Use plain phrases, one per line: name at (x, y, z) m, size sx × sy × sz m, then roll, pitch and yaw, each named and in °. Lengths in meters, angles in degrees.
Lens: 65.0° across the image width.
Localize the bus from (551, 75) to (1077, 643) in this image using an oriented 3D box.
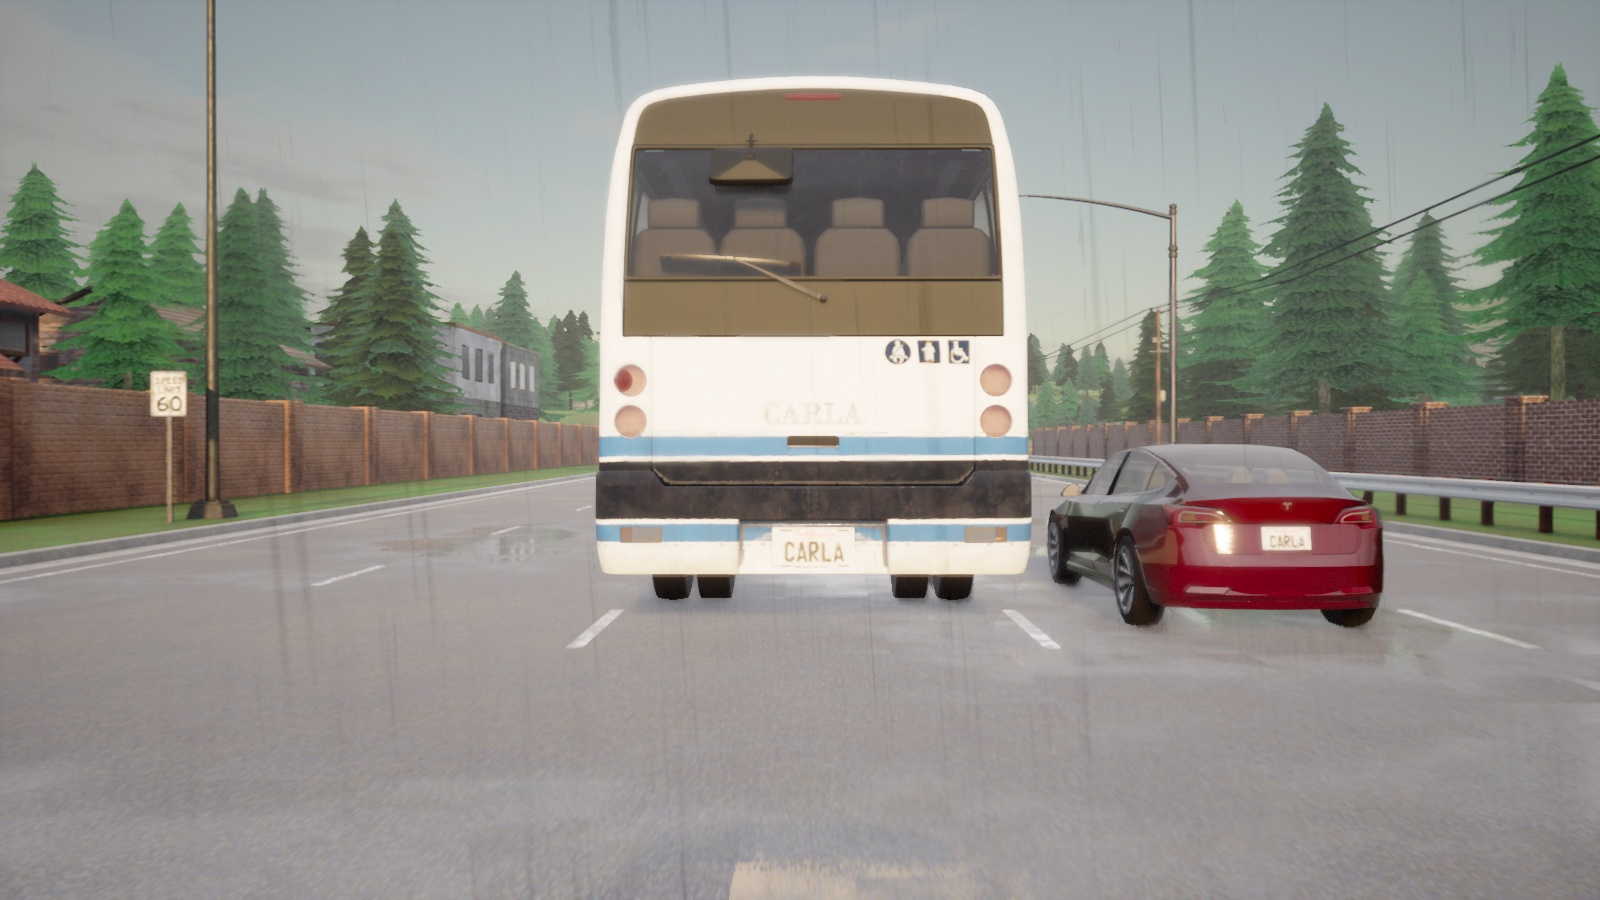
bus at (0.144, -0.707, 14.565) m, size 3.944 × 4.253 × 10.273 m, roll 0°, pitch 0°, yaw 1°

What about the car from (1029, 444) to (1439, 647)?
car at (3.616, 0.688, 11.605) m, size 2.163 × 1.488 × 4.792 m, roll 0°, pitch 0°, yaw 1°
